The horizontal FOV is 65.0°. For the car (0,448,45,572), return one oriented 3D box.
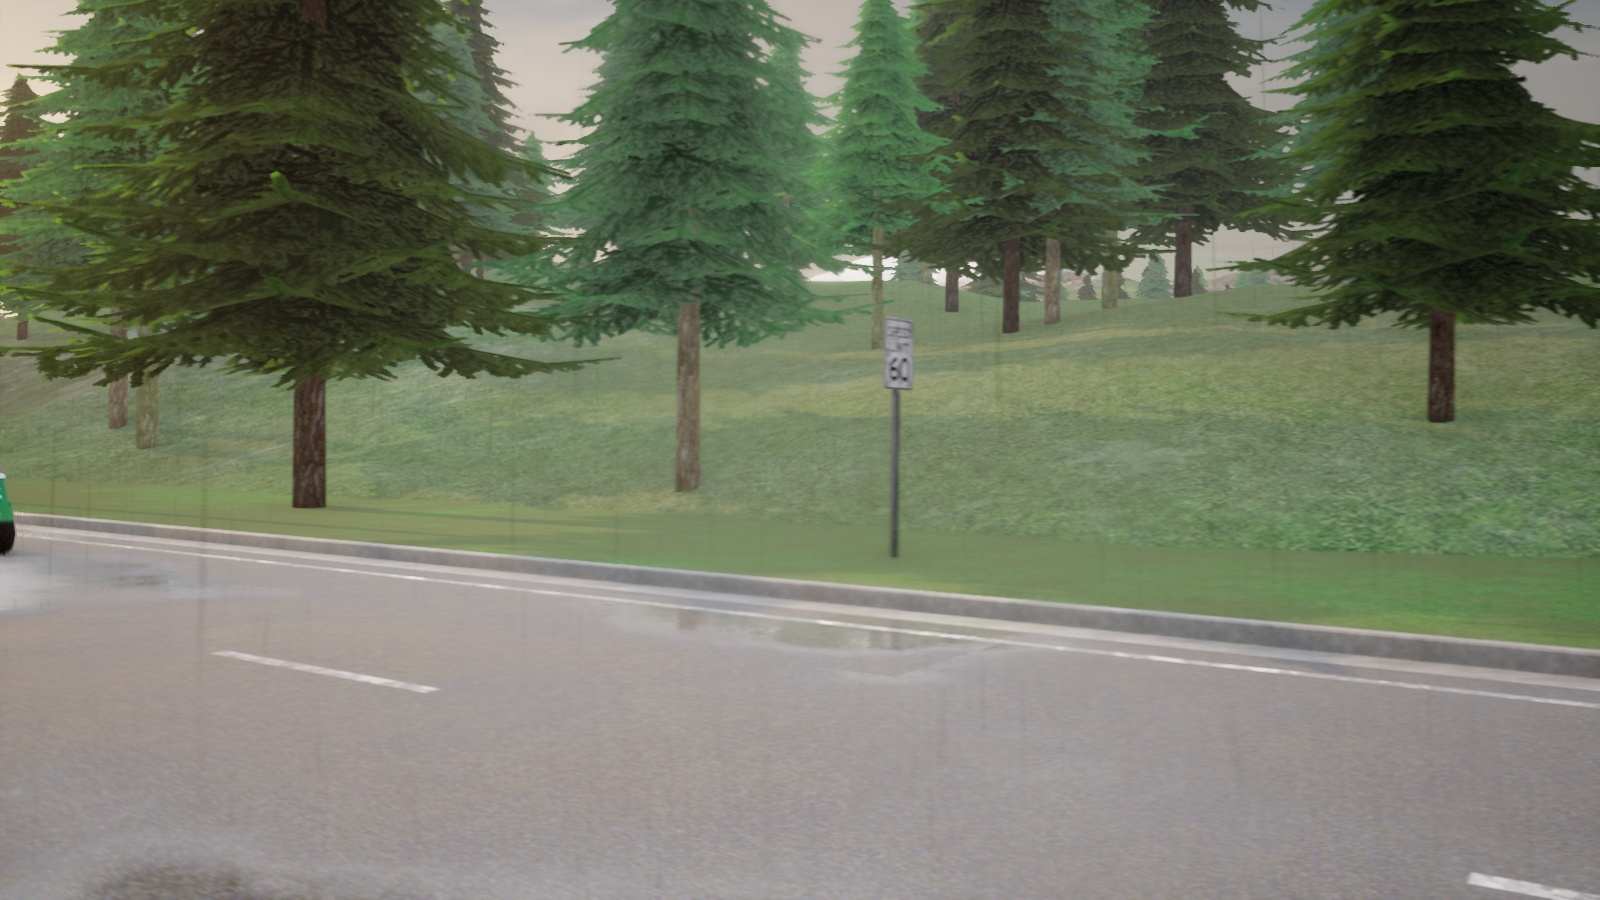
[{"bbox_3d":[-10.065,0.679,14.513,2.207,1.376,1.481,0,1,34],"label":"car"}]
